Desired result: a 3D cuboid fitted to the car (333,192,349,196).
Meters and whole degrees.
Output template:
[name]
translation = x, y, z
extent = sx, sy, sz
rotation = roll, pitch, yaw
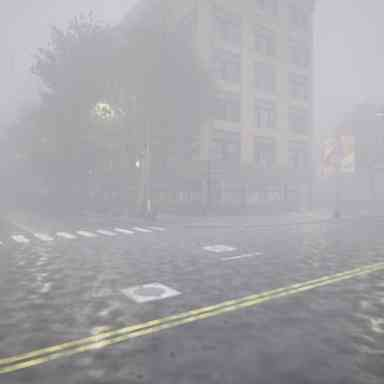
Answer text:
[car]
translation = 37.894, 1.317, 87.440
extent = 2.002, 1.452, 4.674
rotation = 0, 0, -36
